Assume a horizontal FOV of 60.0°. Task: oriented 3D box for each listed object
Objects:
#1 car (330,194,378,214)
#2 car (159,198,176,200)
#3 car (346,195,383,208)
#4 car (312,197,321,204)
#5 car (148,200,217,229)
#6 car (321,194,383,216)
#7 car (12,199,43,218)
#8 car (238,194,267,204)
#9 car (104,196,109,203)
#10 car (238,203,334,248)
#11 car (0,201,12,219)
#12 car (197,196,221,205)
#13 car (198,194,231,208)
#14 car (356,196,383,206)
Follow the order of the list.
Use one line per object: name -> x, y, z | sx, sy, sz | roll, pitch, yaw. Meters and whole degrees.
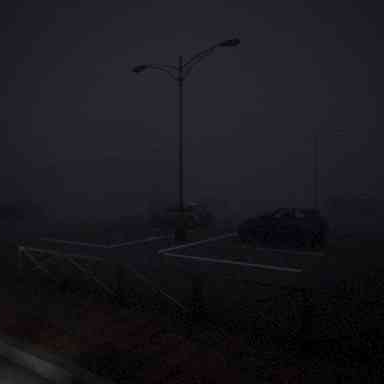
car -> 15.510, 1.103, 31.896 | 3.866, 1.878, 1.905 | 0, 0, 34
car -> -3.168, 1.452, 36.636 | 3.633, 1.501, 1.845 | 0, 0, 34
car -> 22.665, 1.179, 42.503 | 5.027, 1.636, 2.152 | 0, 0, 34
car -> 22.191, 1.366, 54.982 | 4.514, 1.523, 2.007 | 0, 0, 34
car -> -0.762, 1.453, 20.546 | 3.806, 1.475, 1.970 | 0, 0, 34
car -> 14.228, 1.122, 29.257 | 4.605, 1.855, 1.932 | 0, 0, 34
car -> -16.154, 1.508, 31.106 | 5.027, 1.636, 2.152 | 0, 0, 34
car -> 10.009, 1.224, 54.826 | 4.605, 1.855, 1.932 | 0, 0, 34
car -> -22.555, 1.851, 81.415 | 2.242, 1.667, 4.611 | 0, 0, 34
car -> 3.723, 1.400, 13.926 | 3.633, 1.501, 1.845 | 0, 0, 34
car -> -17.865, 1.517, 28.476 | 4.514, 1.523, 2.007 | 0, 0, 34
car -> 2.960, 1.537, 59.535 | 3.806, 1.475, 1.970 | 0, 0, 34
car -> 2.454, 1.430, 44.896 | 4.514, 1.523, 2.007 | 0, 0, 34
car -> 25.986, 1.260, 48.004 | 3.806, 1.475, 1.970 | 0, 0, 34
